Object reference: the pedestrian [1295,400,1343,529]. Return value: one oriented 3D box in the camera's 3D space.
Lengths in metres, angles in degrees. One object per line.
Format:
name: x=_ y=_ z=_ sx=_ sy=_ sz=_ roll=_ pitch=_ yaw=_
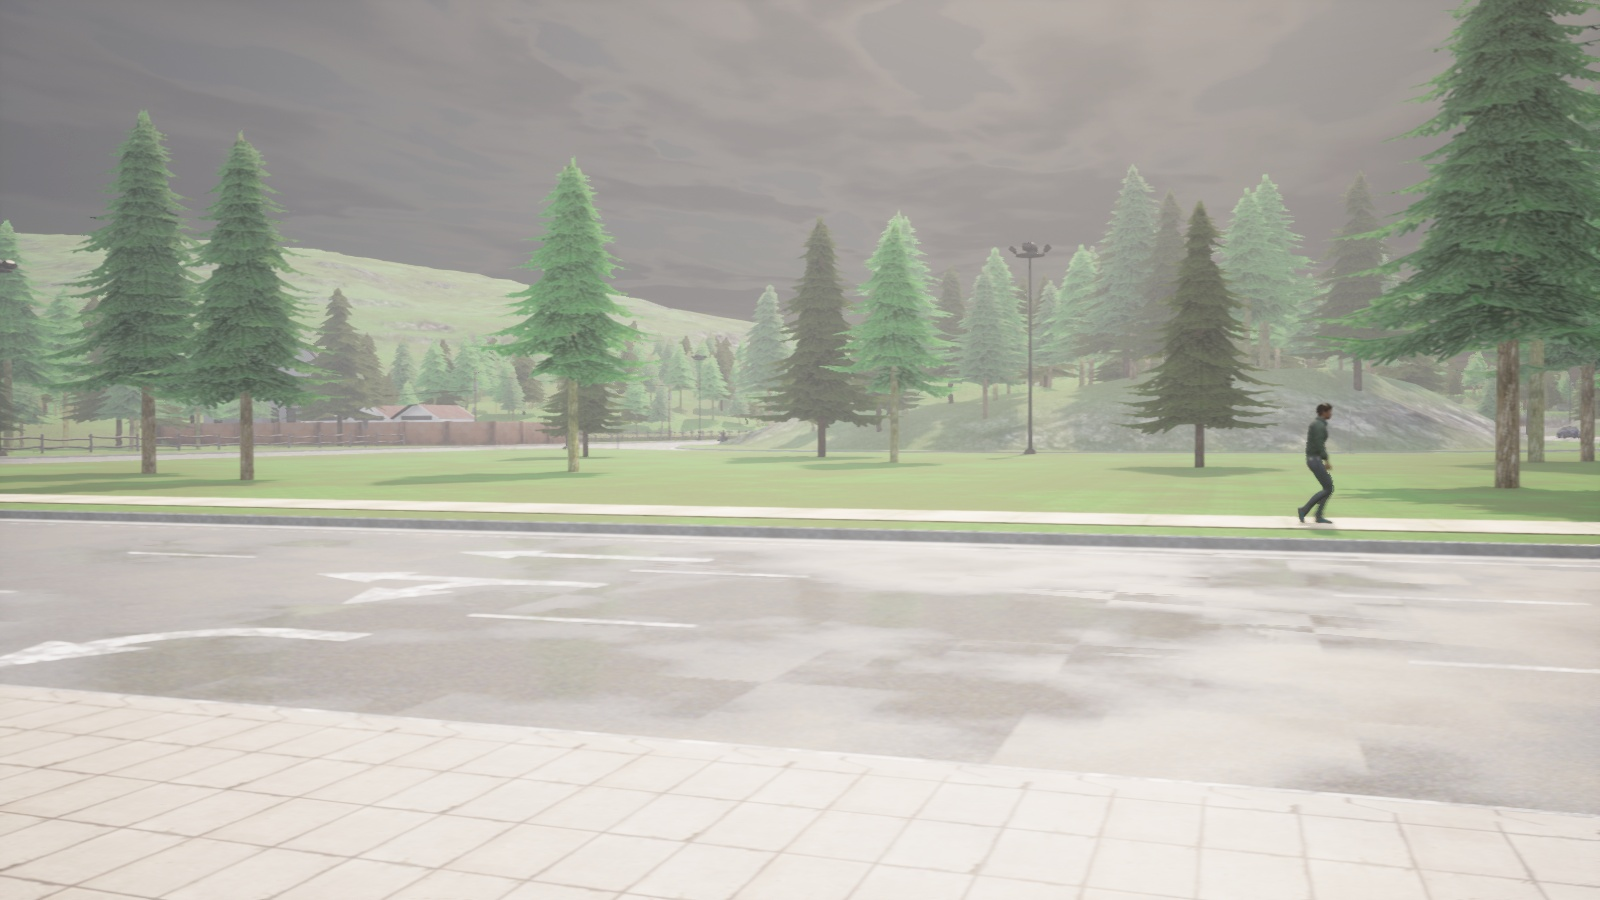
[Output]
pedestrian: x=7.537 y=0.201 z=18.263 sx=0.614 sy=1.847 sz=0.353 roll=1 pitch=1 yaw=20
